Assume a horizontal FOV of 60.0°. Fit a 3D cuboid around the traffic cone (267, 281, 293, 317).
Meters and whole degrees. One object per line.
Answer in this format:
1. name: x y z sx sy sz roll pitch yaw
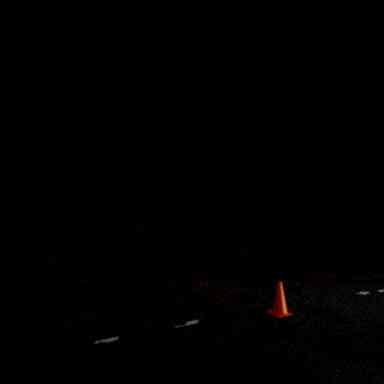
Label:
1. traffic cone: 1.628 1.945 6.148 0.340 0.580 0.340 0 0 -25
